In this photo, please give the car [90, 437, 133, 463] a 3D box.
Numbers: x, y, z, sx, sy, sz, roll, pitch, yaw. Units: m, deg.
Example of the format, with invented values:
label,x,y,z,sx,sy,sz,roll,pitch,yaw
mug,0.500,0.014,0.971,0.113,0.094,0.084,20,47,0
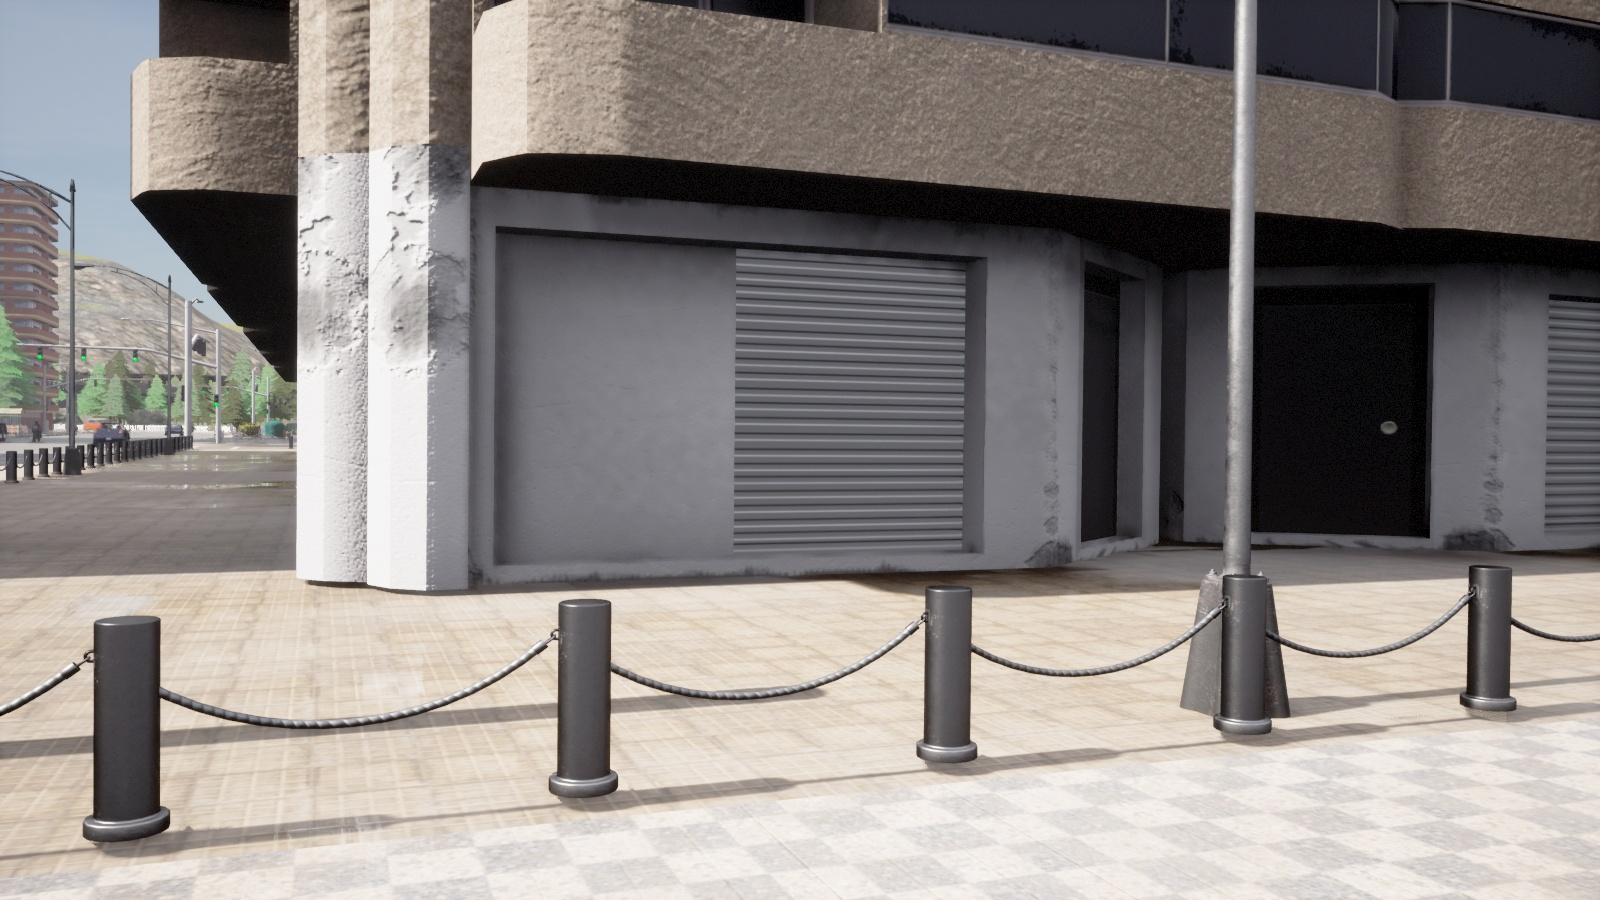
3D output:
label,x,y,z,sx,sy,sz,roll,pitch,yaw
car,-41.678,-0.004,76.125,1.845,1.501,3.633,-1,1,-22
